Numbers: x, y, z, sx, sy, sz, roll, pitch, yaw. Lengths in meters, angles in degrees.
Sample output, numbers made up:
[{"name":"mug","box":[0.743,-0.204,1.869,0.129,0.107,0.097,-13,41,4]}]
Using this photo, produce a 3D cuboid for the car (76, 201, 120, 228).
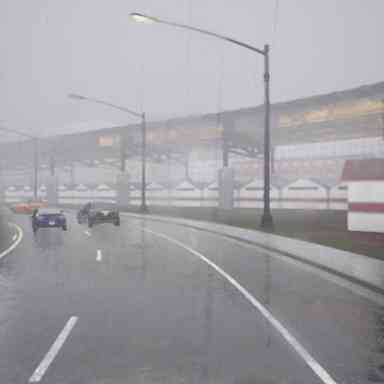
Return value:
[{"name":"car","box":[-6.757,1.459,23.630,2.097,1.767,4.553,0,0,-30]}]

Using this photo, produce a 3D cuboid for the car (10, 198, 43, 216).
[{"name":"car","box":[-17.495,1.514,35.478,4.553,1.767,2.097,0,0,38]}]

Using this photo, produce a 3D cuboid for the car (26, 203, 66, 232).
[{"name":"car","box":[-9.125,1.621,20.940,1.812,1.442,4.674,0,0,-29]}]
